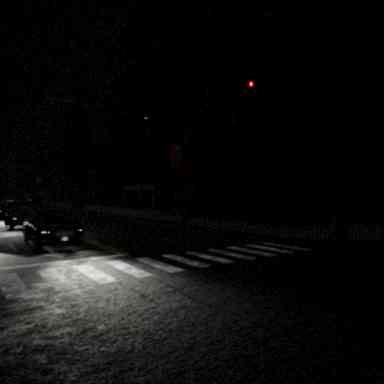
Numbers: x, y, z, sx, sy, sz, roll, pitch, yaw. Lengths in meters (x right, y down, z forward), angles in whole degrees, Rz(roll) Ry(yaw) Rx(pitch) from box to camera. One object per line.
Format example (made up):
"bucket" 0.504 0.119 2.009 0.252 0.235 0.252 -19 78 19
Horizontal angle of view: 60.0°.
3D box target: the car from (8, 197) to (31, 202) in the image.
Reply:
"car" -26.537 1.863 51.051 1.895 1.301 4.718 0 0 -34

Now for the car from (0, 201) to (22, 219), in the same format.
"car" -16.990 1.764 30.748 1.895 1.301 4.718 0 0 -34

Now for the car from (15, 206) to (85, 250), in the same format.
"car" -6.316 1.568 14.953 2.128 1.511 4.902 0 0 -35

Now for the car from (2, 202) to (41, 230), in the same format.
"car" -11.507 1.644 22.622 1.812 1.442 4.674 0 0 -34

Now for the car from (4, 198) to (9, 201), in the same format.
"car" -32.361 1.797 59.675 2.128 1.511 4.902 0 0 -34

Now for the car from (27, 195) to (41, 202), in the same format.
"car" -29.050 1.526 60.582 2.150 2.045 5.566 0 0 -34
